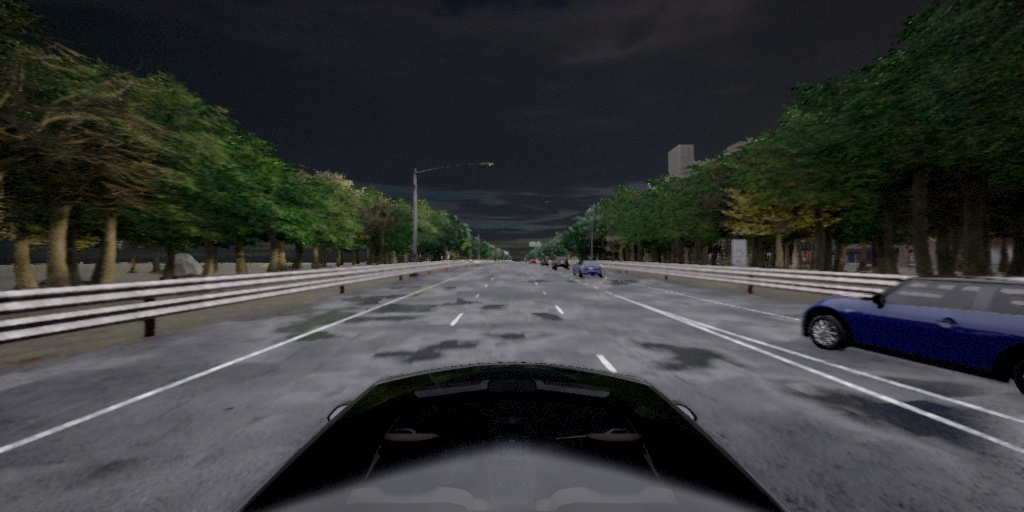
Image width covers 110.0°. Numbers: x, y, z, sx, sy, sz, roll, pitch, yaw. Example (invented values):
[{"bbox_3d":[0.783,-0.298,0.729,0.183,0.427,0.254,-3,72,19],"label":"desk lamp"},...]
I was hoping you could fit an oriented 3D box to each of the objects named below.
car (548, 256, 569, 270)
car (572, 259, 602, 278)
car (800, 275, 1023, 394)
[{"bbox_3d":[7.097,1.026,53.198,2.150,2.045,5.566,0,0,0],"label":"car"},{"bbox_3d":[7.036,1.106,34.072,2.097,1.767,4.553,0,0,0],"label":"car"},{"bbox_3d":[7.788,1.111,6.310,2.097,1.767,4.553,0,0,-7],"label":"car"}]
